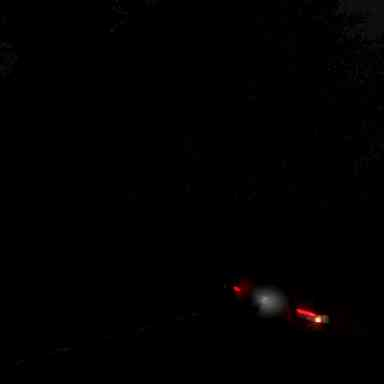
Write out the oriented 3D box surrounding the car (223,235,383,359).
[{"bbox_3d":[3.049,1.508,5.928,5.357,1.411,2.033,0,0,-36],"label":"car"}]
